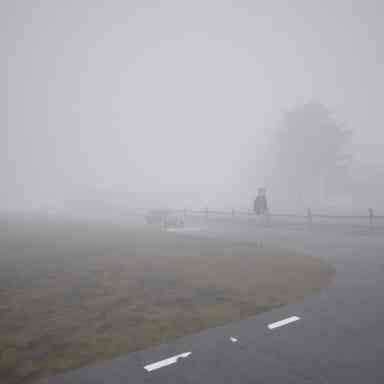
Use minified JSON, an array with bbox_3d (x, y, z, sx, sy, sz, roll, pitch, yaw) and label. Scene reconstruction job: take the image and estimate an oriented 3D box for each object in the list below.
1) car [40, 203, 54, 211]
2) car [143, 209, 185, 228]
[{"bbox_3d":[-28.853,2.935,66.076,1.882,1.535,5.008,0,0,-35],"label":"car"},{"bbox_3d":[-2.448,2.170,27.818,1.837,1.490,4.892,0,-1,-35],"label":"car"}]
